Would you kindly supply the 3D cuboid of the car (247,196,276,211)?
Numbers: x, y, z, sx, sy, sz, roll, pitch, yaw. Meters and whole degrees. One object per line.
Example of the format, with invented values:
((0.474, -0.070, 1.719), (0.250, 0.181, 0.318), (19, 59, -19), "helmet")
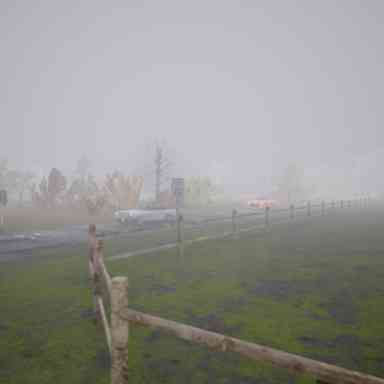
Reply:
((8.438, 1.266, 40.139), (2.097, 1.767, 4.553), (0, 0, 36), "car")

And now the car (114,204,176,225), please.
((-3.315, 1.544, 24.024), (1.895, 1.301, 4.718), (0, 0, 36), "car")
